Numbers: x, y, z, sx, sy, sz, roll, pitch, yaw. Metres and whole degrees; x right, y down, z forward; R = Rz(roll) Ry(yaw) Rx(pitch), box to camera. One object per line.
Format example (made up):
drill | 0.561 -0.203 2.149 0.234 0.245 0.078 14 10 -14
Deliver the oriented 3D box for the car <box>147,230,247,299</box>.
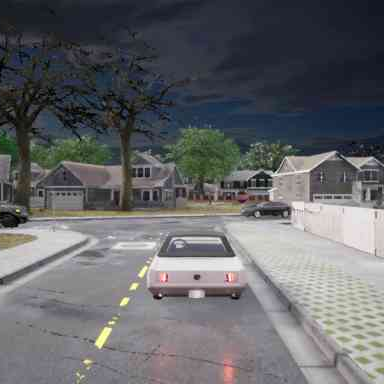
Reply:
car | 0.097 1.602 8.374 1.895 1.301 4.718 0 0 0

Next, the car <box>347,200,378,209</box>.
car | 16.292 1.595 33.372 4.892 1.490 1.837 0 0 -17

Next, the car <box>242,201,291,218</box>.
car | 6.781 1.554 30.147 4.892 1.490 1.837 0 0 -19

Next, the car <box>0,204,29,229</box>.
car | -12.499 1.166 19.206 5.566 2.045 2.150 0 0 -19
